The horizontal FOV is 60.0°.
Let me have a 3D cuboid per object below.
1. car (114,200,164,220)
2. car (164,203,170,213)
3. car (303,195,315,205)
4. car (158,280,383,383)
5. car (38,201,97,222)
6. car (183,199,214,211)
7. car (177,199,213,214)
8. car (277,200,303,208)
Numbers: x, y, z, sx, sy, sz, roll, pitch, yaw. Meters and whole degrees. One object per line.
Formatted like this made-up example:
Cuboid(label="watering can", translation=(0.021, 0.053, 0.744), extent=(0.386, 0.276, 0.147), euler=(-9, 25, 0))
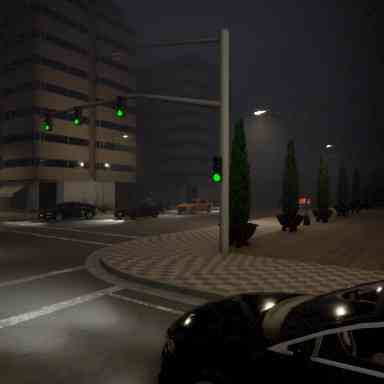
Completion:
Cuboid(label="car", translation=(-4.784, 1.619, 29.030), extent=(1.994, 1.385, 4.181), euler=(0, 0, 35))
Cuboid(label="car", translation=(-4.538, 1.603, 35.443), extent=(2.033, 1.411, 5.357), euler=(0, 0, 35))
Cuboid(label="car", translation=(20.296, 1.407, 58.482), extent=(2.097, 1.767, 4.553), euler=(0, 0, 32))
Cuboid(label="car", translation=(1.895, 1.492, 2.622), extent=(4.902, 1.511, 2.128), euler=(0, 0, 36))
Cuboid(label="car", translation=(-10.160, 1.560, 27.487), extent=(1.837, 1.490, 4.892), euler=(0, 0, 35))
Cuboid(label="car", translation=(0.916, 1.619, 43.131), extent=(1.994, 1.385, 4.181), euler=(0, 0, 36))
Cuboid(label="car", translation=(0.368, 1.533, 36.316), extent=(1.882, 1.535, 5.008), euler=(0, 0, 35))
Cuboid(label="car", translation=(14.269, 1.546, 49.578), extent=(2.128, 1.511, 4.902), euler=(0, 0, 35))
